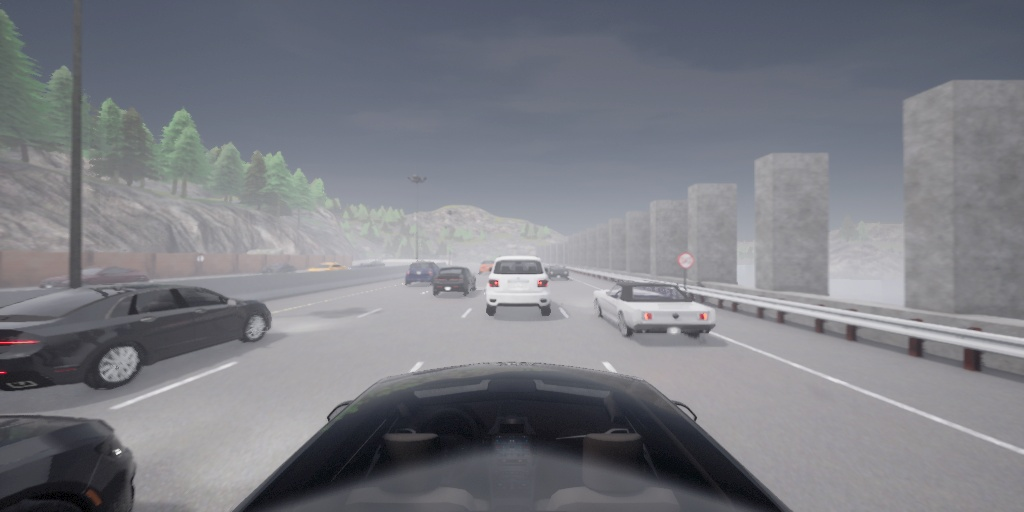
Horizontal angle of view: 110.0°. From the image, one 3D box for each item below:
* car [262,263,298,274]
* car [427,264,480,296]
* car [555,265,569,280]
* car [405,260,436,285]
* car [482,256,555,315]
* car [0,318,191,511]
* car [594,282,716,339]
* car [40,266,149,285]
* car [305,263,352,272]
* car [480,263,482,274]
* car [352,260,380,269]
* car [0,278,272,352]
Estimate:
[{"bbox_3d":[-27.528,1.497,42.644,1.994,1.385,4.181,0,0,0],"label":"car"},{"bbox_3d":[-3.125,1.348,20.147,1.837,1.490,4.892,0,0,1],"label":"car"},{"bbox_3d":[4.123,1.522,33.712,1.895,1.301,4.718,0,0,1],"label":"car"},{"bbox_3d":[-6.484,1.227,27.254,2.097,1.767,4.553,0,0,1],"label":"car"},{"bbox_3d":[0.252,1.037,14.018,2.150,2.045,5.566,0,0,1],"label":"car"},{"bbox_3d":[-3.395,1.245,0.301,1.837,1.490,4.892,0,0,0],"label":"car"},{"bbox_3d":[3.683,1.400,10.284,1.895,1.301,4.718,0,0,1],"label":"car"},{"bbox_3d":[-24.309,1.350,21.171,1.812,1.442,4.674,0,0,1],"label":"car"},{"bbox_3d":[-17.093,1.372,33.131,1.882,1.535,5.008,0,-1,1],"label":"car"},{"bbox_3d":[-2.875,1.320,44.476,2.097,1.767,4.553,0,0,0],"label":"car"},{"bbox_3d":[-20.595,1.579,49.897,1.895,1.301,4.718,0,0,0],"label":"car"},{"bbox_3d":[-6.858,1.275,6.855,1.837,1.490,4.892,0,0,1],"label":"car"}]
